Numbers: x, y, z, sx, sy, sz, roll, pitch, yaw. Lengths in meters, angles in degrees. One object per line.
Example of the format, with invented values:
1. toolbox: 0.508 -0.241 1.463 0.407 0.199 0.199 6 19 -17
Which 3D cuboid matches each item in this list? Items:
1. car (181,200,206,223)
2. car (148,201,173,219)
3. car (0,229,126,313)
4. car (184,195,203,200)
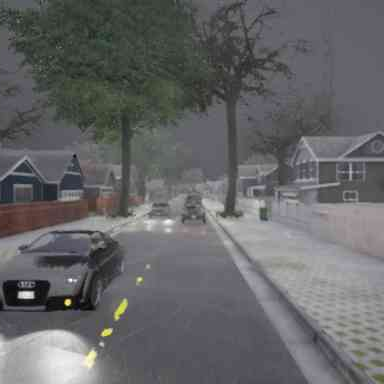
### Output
1. car: 0.134 1.601 25.920 1.812 1.442 4.674 0 0 0
2. car: -2.799 1.591 30.097 1.837 1.490 4.892 0 0 0
3. car: -2.836 1.587 7.681 1.994 1.385 4.181 0 0 0
4. car: 0.168 1.341 41.913 2.150 2.045 5.566 0 0 0
